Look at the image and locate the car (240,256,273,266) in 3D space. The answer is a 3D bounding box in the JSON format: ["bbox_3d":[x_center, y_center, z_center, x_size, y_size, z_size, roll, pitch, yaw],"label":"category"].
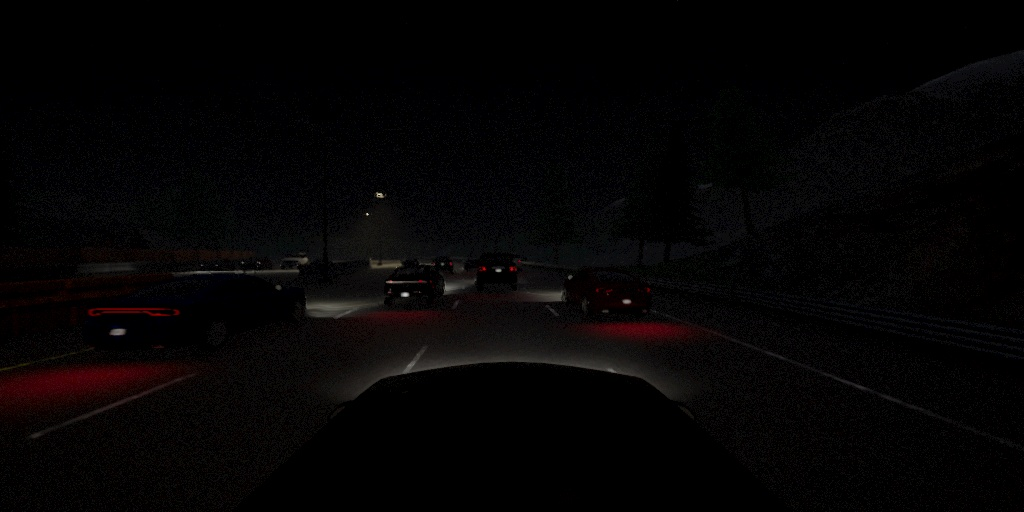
[{"bbox_3d":[-30.582,0.795,42.997,2.097,1.767,4.553,0,0,-16],"label":"car"}]

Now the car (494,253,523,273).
[{"bbox_3d":[-0.455,0.677,39.423,2.150,2.045,5.566,0,1,-12],"label":"car"}]

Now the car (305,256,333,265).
[{"bbox_3d":[-23.881,0.969,45.166,2.033,1.411,5.357,0,0,-16],"label":"car"}]

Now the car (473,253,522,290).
[{"bbox_3d":[-1.021,0.821,21.180,2.150,2.045,5.566,0,1,-7],"label":"car"}]

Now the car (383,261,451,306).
[{"bbox_3d":[-4.031,1.138,15.282,2.128,1.511,4.902,0,1,-4],"label":"car"}]

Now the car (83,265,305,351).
[{"bbox_3d":[-7.137,1.175,8.877,1.882,1.535,5.008,0,1,-2],"label":"car"}]

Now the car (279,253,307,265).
[{"bbox_3d":[-27.756,0.639,45.891,2.150,2.045,5.566,0,1,-17],"label":"car"}]

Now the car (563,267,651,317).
[{"bbox_3d":[3.158,1.139,12.835,1.882,1.535,5.008,0,1,-4],"label":"car"}]

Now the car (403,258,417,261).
[{"bbox_3d":[-11.808,0.936,41.526,2.128,1.511,4.902,0,1,-14],"label":"car"}]

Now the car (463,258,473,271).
[{"bbox_3d":[-4.594,0.932,41.584,2.128,1.511,4.902,0,1,-13],"label":"car"}]

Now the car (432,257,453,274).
[{"bbox_3d":[-7.126,0.832,36.521,2.097,1.767,4.553,0,0,-12],"label":"car"}]

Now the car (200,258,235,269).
[{"bbox_3d":[-33.713,0.983,41.265,1.812,1.442,4.674,0,0,-16],"label":"car"}]
